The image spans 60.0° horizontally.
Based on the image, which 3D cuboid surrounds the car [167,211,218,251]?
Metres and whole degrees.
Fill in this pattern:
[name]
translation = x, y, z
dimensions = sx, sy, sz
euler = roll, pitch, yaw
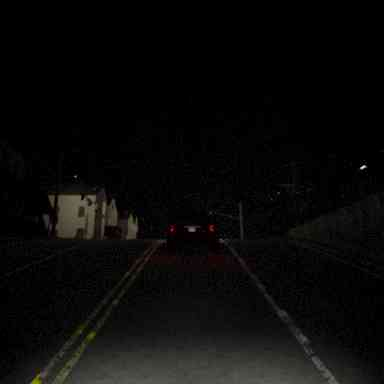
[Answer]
[car]
translation = 0.016, 1.655, 15.458
dimensions = 2.097, 1.767, 4.553
euler = 0, -3, 0
